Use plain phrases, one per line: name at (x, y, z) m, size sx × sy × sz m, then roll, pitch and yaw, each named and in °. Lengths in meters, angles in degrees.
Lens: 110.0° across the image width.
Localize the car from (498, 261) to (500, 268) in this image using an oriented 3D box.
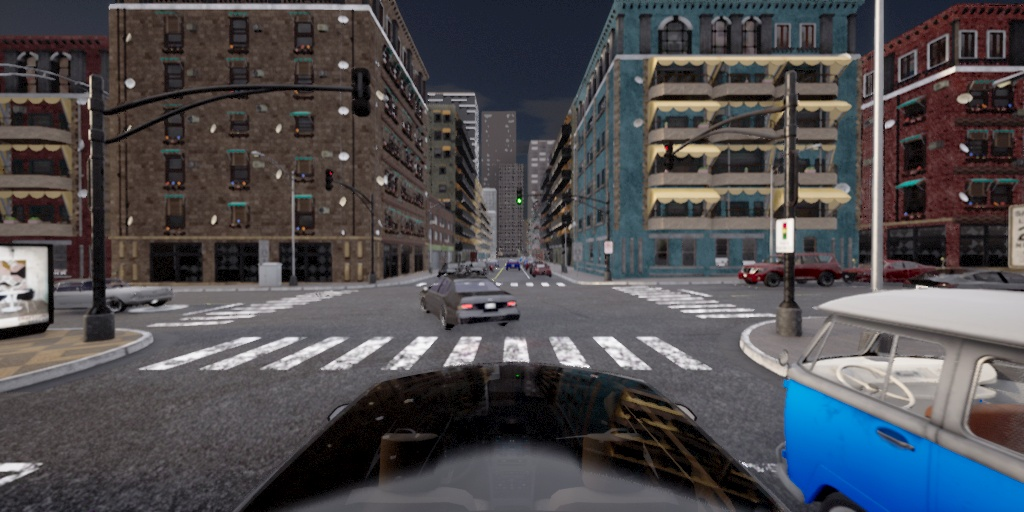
car at (-3.004, 1.206, 57.792) m, size 1.812 × 1.442 × 4.674 m, roll 0°, pitch 0°, yaw 0°

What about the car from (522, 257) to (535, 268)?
car at (2.746, 1.233, 49.865) m, size 1.888 × 1.381 × 4.507 m, roll 0°, pitch 0°, yaw 0°

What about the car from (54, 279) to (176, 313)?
car at (-16.664, 1.564, 14.471) m, size 4.718 × 1.301 × 1.895 m, roll -1°, pitch 1°, yaw -1°

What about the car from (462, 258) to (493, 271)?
car at (-3.053, 1.210, 32.656) m, size 1.837 × 1.490 × 4.892 m, roll 0°, pitch 0°, yaw 0°

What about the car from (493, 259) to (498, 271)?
car at (-3.041, 1.295, 42.673) m, size 1.895 × 1.301 × 4.718 m, roll 0°, pitch 0°, yaw 0°

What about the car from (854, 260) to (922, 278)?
car at (21.365, 0.902, 20.472) m, size 4.507 × 1.381 × 1.888 m, roll 0°, pitch 0°, yaw 0°

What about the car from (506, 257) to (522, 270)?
car at (0.159, 1.164, 51.427) m, size 1.882 × 1.535 × 5.008 m, roll 0°, pitch 0°, yaw 0°

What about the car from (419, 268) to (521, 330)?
car at (-1.561, 1.283, 11.185) m, size 2.033 × 1.411 × 5.357 m, roll 0°, pitch 0°, yaw -24°

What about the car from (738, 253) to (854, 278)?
car at (15.794, 0.752, 20.439) m, size 5.009 × 1.841 × 2.192 m, roll 0°, pitch 0°, yaw 0°

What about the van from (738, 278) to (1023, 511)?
van at (2.688, 1.092, 0.901) m, size 1.690 × 1.789 × 3.998 m, roll 0°, pitch 0°, yaw 0°

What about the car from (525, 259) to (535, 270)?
car at (2.733, 1.264, 38.818) m, size 1.948 × 1.339 × 4.313 m, roll 0°, pitch 0°, yaw 0°

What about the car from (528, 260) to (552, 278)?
car at (2.726, 1.287, 33.295) m, size 1.802 × 1.307 × 4.207 m, roll 0°, pitch 0°, yaw 0°

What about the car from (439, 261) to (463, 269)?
car at (-5.655, 1.271, 33.317) m, size 1.948 × 1.339 × 4.313 m, roll 0°, pitch 0°, yaw 0°

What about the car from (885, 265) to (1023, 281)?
car at (15.805, 1.081, 12.059) m, size 4.313 × 1.339 × 1.948 m, roll 0°, pitch 0°, yaw 0°
